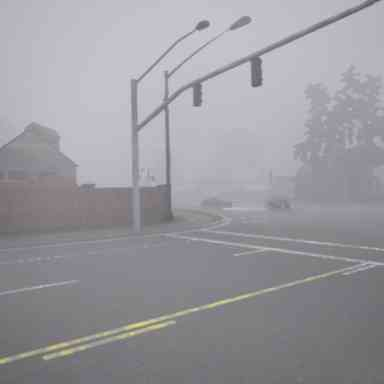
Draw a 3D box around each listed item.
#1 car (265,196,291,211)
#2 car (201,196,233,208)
[{"bbox_3d":[8.708,1.128,34.017,2.128,1.511,4.902,-2,0,1],"label":"car"},{"bbox_3d":[2.996,1.177,39.878,1.994,1.385,4.181,-2,1,-37],"label":"car"}]
